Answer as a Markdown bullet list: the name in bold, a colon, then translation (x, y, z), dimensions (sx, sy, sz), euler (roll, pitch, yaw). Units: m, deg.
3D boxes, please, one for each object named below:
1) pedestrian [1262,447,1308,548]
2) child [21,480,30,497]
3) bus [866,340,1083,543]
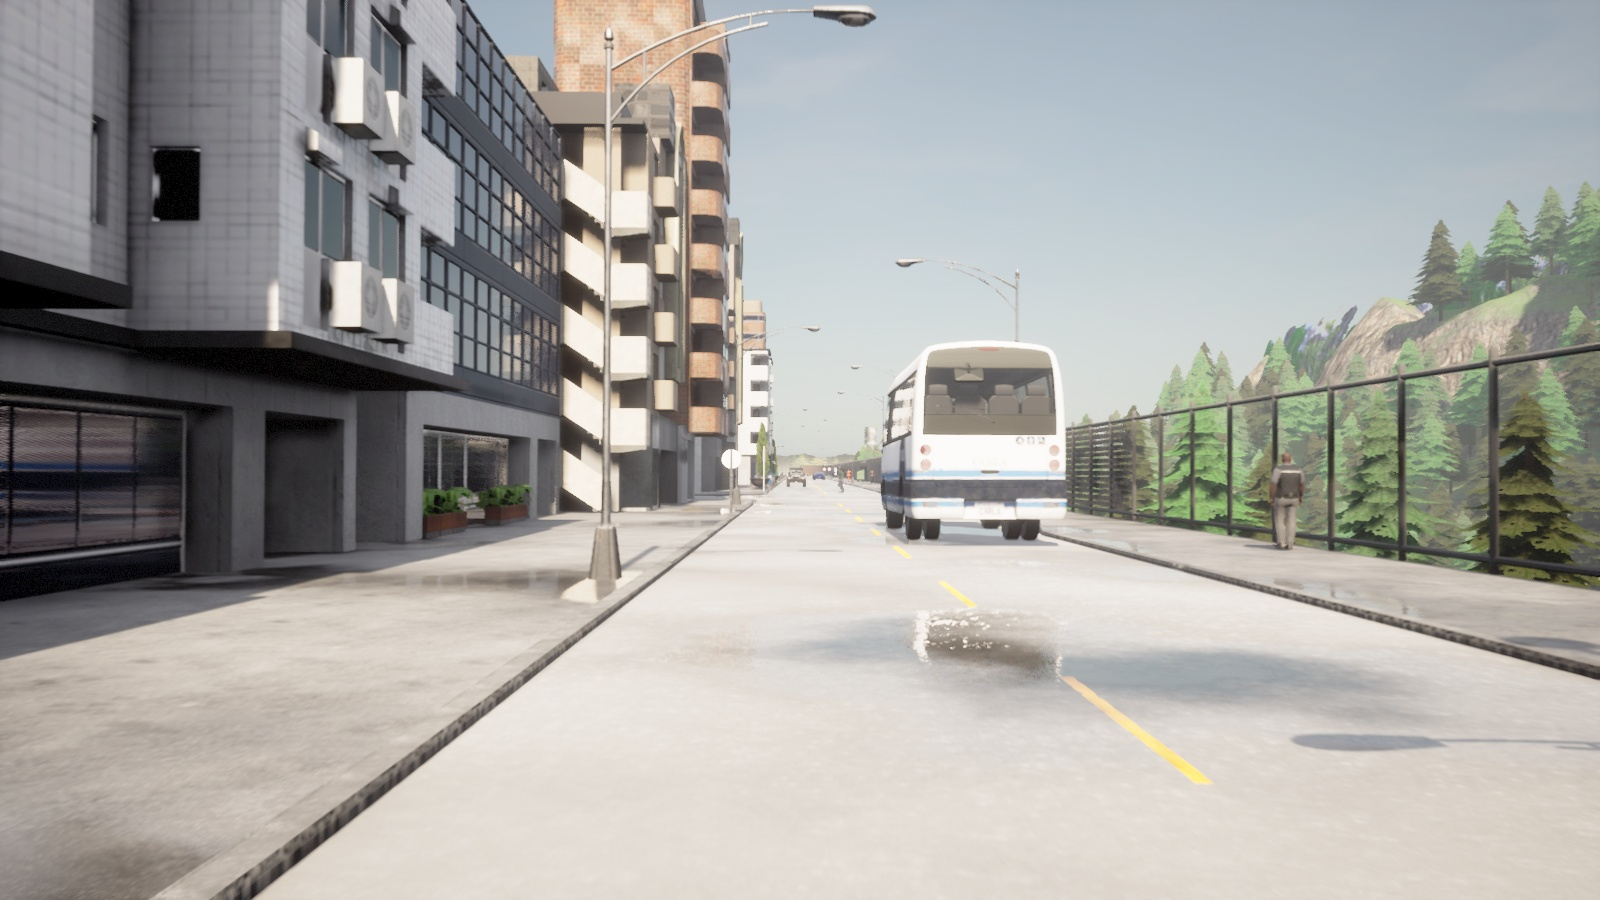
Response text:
- **pedestrian**: translation (9.147, 0.885, 23.708), dimensions (0.563, 1.883, 0.849), euler (0, -1, 3)
- **child**: translation (-49.994, 2.461, 81.049), dimensions (0.394, 1.110, 0.255), euler (0, -1, -1)
- **bus**: translation (3.911, -0.052, 31.434), dimensions (3.944, 4.253, 10.273), euler (0, -1, 0)
